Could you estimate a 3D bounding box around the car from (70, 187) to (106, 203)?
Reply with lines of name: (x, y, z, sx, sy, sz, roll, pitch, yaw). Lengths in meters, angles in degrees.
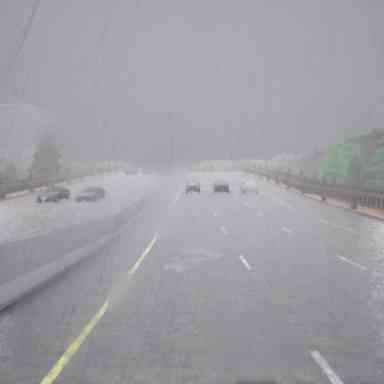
car: (-10.425, 0.182, 34.624, 2.033, 1.411, 5.357, 0, 6, 1)

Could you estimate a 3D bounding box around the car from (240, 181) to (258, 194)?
car: (7.137, -0.675, 41.877, 1.812, 1.442, 4.674, 0, 7, 0)

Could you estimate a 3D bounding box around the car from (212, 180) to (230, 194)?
car: (3.639, -0.738, 42.022, 1.882, 1.535, 5.008, 0, 7, 0)

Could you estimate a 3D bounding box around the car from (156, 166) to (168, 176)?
car: (-6.688, -4.798, 74.825, 2.150, 2.045, 5.566, 0, 7, 0)

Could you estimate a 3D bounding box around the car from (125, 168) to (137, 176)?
car: (-13.687, -4.676, 74.938, 2.097, 1.767, 4.553, 0, 7, 0)

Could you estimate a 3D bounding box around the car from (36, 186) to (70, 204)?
car: (-13.943, 0.227, 33.705, 2.128, 1.511, 4.902, 0, 6, 1)

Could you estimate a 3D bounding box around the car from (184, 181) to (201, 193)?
car: (0.139, -0.684, 41.999, 1.812, 1.442, 4.674, 0, 7, 0)

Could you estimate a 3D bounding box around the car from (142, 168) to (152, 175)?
car: (-10.183, -4.635, 75.698, 2.128, 1.511, 4.902, 0, 7, 0)
